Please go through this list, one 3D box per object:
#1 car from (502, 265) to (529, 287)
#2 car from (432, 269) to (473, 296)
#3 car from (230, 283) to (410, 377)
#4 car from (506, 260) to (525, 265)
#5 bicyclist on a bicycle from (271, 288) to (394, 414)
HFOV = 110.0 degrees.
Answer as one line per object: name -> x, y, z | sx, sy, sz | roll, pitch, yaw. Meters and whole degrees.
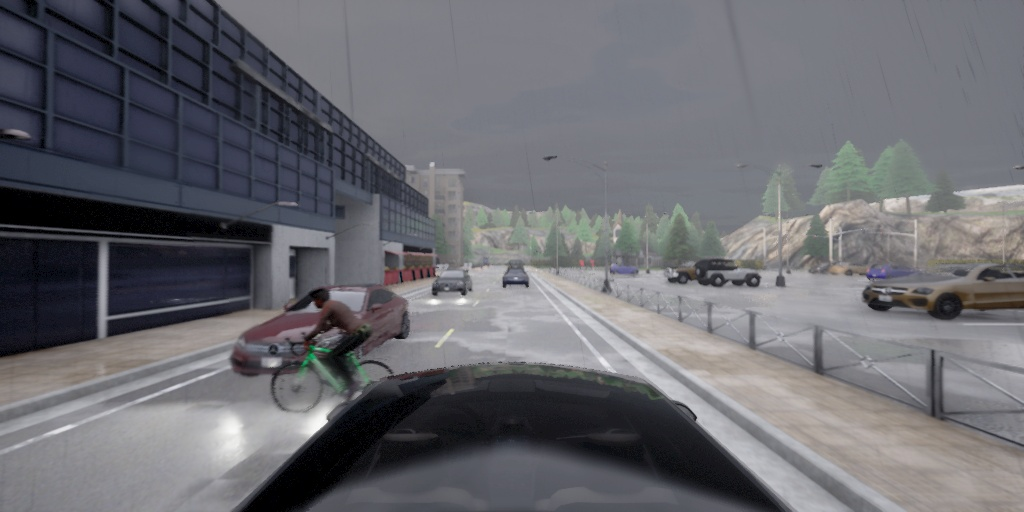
car -> 0.295, 1.618, 27.833 | 1.994, 1.385, 4.181 | 0, -1, 0
car -> -3.436, 1.503, 21.337 | 1.812, 1.442, 4.674 | 0, -1, 1
car -> -3.560, 1.344, 7.677 | 1.812, 1.442, 4.674 | 0, -1, 0
car -> 0.422, 1.469, 44.352 | 2.150, 2.045, 5.566 | 0, -1, 0
bicyclist on a bicycle -> -2.303, 1.236, 4.633 | 1.656, 1.620, 0.582 | -1, -1, 0
